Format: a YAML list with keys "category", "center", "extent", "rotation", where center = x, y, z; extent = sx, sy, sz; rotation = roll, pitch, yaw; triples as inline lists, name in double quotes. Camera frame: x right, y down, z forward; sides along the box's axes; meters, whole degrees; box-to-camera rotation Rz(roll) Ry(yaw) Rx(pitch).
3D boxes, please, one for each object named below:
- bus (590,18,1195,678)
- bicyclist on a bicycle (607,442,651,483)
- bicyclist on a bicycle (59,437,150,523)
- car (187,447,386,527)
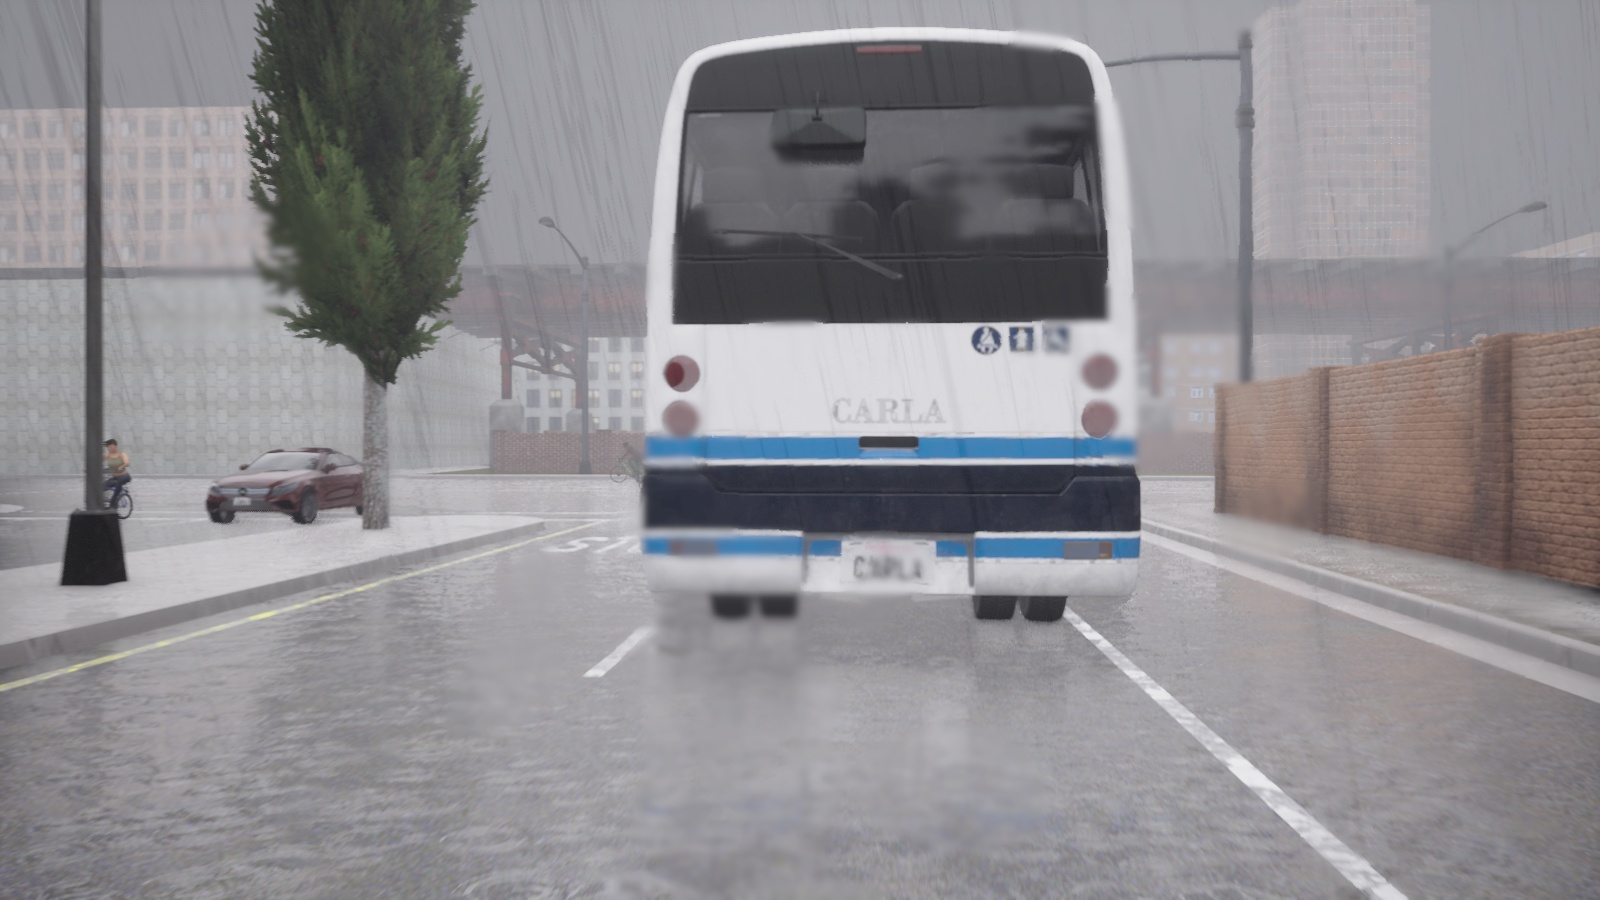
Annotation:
- category: "bus"
  center: [0.888, -0.681, 13.340]
  extent: [3.944, 4.253, 10.273]
  rotation: [0, 0, 4]
- category: "bicyclist on a bicycle"
  center: [-6.749, 0.496, 49.609]
  extent: [1.656, 1.620, 0.582]
  rotation: [0, 0, 4]
- category: "bicyclist on a bicycle"
  center: [-13.511, 0.566, 24.439]
  extent: [0.866, 1.612, 1.509]
  rotation: [0, 0, 4]
- category: "car"
  center: [-10.069, 0.658, 25.062]
  extent: [1.812, 1.442, 4.674]
  rotation: [0, 0, 4]
